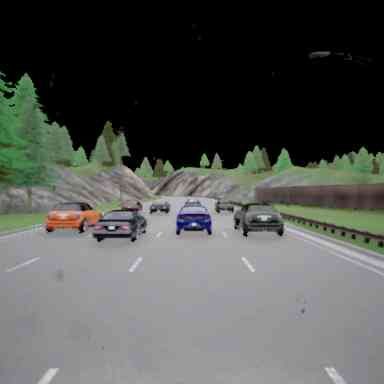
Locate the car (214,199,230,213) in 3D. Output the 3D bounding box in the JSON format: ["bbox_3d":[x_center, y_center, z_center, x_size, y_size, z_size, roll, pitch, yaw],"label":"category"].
[{"bbox_3d":[3.602,1.533,37.731,2.128,1.511,4.902,0,0,0],"label":"car"}]

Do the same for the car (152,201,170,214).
[{"bbox_3d":[-3.398,1.641,36.265,1.895,1.301,4.718,0,0,0],"label":"car"}]

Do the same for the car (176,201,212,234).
[{"bbox_3d":[0.101,1.499,19.370,1.882,1.535,5.008,0,0,0],"label":"car"}]

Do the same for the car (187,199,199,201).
[{"bbox_3d":[0.103,1.533,37.711,2.128,1.511,4.902,0,0,0],"label":"car"}]

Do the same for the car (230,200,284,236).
[{"bbox_3d":[3.601,1.372,18.680,2.097,1.767,4.553,0,0,0],"label":"car"}]

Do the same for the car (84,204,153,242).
[{"bbox_3d":[-3.399,1.566,16.573,2.033,1.411,5.357,0,0,0],"label":"car"}]

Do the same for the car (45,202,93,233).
[{"bbox_3d":[-6.900,1.374,19.935,2.097,1.767,4.553,0,0,0],"label":"car"}]

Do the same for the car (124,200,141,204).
[{"bbox_3d":[-6.898,1.606,38.398,1.994,1.385,4.181,0,0,0],"label":"car"}]
